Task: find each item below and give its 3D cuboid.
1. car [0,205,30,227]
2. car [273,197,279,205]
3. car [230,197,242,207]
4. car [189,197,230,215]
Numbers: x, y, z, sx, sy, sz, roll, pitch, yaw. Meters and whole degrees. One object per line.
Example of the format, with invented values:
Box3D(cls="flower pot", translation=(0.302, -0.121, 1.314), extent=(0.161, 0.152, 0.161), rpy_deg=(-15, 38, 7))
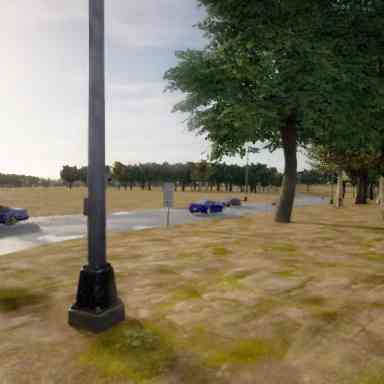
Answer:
Box3D(cls="car", translation=(-12.576, 1.389, 19.703), extent=(2.033, 1.411, 5.357), rpy_deg=(4, 3, 35))
Box3D(cls="car", translation=(14.990, 1.591, 55.368), extent=(1.994, 1.385, 4.181), rpy_deg=(3, 1, 31))
Box3D(cls="car", translation=(5.138, 1.400, 46.154), extent=(2.033, 1.411, 5.357), rpy_deg=(3, 1, 32))
Box3D(cls="car", translation=(1.618, 1.452, 33.857), extent=(1.882, 1.535, 5.008), rpy_deg=(3, 1, 33))
